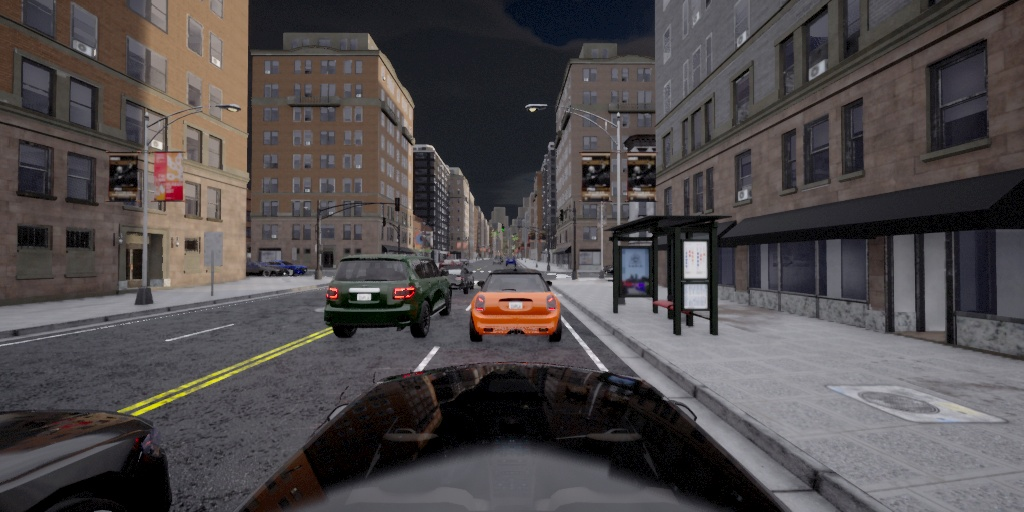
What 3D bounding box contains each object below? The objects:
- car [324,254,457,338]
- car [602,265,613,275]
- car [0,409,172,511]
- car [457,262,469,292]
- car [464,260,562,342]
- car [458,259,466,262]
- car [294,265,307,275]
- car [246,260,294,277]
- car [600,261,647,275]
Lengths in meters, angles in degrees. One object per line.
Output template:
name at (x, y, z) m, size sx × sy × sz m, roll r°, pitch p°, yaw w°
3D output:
car at (-3.174, 0.974, 10.357) m, size 2.150 × 2.045 × 5.566 m, roll 0°, pitch 0°, yaw 0°
car at (12.836, 1.385, 38.902) m, size 5.357 × 1.411 × 2.033 m, roll 0°, pitch -1°, yaw -4°
car at (-3.144, 1.241, 0.320) m, size 2.128 × 1.511 × 4.902 m, roll 0°, pitch 0°, yaw 0°
car at (-3.205, 1.283, 20.077) m, size 1.812 × 1.442 × 4.674 m, roll 0°, pitch 0°, yaw 0°
car at (0.077, 1.105, 9.973) m, size 2.097 × 1.767 × 4.553 m, roll 0°, pitch 0°, yaw 0°
car at (-9.977, 1.296, 64.347) m, size 1.812 × 1.442 × 4.674 m, roll 0°, pitch 0°, yaw 0°
car at (-22.799, 1.151, 35.209) m, size 5.008 × 1.535 × 1.882 m, roll 0°, pitch -1°, yaw 0°
car at (-22.928, 1.177, 31.959) m, size 5.357 × 1.411 × 2.033 m, roll 0°, pitch -1°, yaw 0°
car at (13.058, 1.373, 42.133) m, size 4.902 × 1.511 × 2.128 m, roll 0°, pitch -1°, yaw 0°
